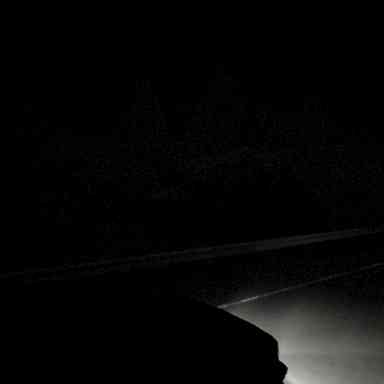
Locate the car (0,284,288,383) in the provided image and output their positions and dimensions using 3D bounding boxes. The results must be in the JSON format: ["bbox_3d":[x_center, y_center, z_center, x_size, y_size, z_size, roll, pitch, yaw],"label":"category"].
[{"bbox_3d":[-1.641,1.548,2.584,5.357,1.411,2.033,-1,0,-35],"label":"car"}]
